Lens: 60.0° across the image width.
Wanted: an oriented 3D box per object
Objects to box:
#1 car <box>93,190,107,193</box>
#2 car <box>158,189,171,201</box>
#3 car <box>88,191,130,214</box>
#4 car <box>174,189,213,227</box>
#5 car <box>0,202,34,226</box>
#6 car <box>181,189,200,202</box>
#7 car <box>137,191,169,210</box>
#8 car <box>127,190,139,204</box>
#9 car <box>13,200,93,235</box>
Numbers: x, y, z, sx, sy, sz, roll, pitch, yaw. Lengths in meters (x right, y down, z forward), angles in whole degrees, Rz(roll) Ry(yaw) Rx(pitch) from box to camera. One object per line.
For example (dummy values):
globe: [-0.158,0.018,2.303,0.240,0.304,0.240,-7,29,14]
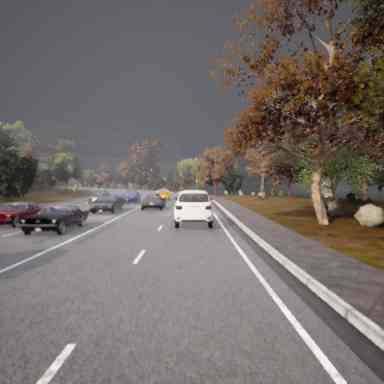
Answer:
car: [-10.563,0.546,38.475,2.128,1.511,4.902,0,2,-1]
car: [-3.937,0.310,45.081,1.882,1.535,5.008,0,2,-4]
car: [-7.002,0.958,28.133,2.033,1.411,5.357,0,2,0]
car: [0.099,0.905,20.130,2.150,2.045,5.566,0,2,0]
car: [-10.511,1.290,19.928,1.895,1.301,4.718,0,2,0]
car: [-0.249,0.411,42.746,2.128,1.511,4.902,0,2,-3]
car: [-3.502,0.879,30.888,1.994,1.385,4.181,0,2,0]
car: [-7.067,0.537,38.501,1.882,1.535,5.008,0,2,-1]
car: [-7.041,1.363,17.443,1.895,1.301,4.718,0,2,1]
